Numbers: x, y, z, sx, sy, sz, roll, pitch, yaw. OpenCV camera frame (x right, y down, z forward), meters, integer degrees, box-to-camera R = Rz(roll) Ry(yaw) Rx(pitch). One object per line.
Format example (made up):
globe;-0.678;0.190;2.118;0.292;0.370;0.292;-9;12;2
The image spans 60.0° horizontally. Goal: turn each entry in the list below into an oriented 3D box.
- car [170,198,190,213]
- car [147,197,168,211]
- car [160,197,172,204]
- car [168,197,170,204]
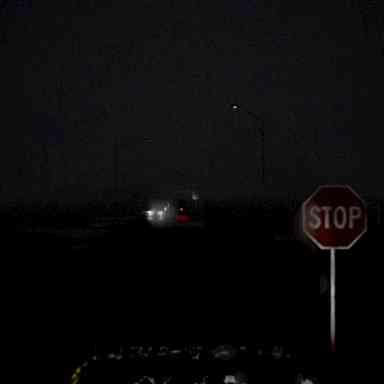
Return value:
car;-1.246;1.546;37.020;1.837;1.490;4.892;0;0;-3
car;-4.414;1.612;41.510;1.994;1.385;4.181;0;0;-3
car;-5.116;1.652;66.861;2.033;1.411;5.357;0;0;0
car;-4.861;1.572;51.443;1.837;1.490;4.892;0;0;-1
